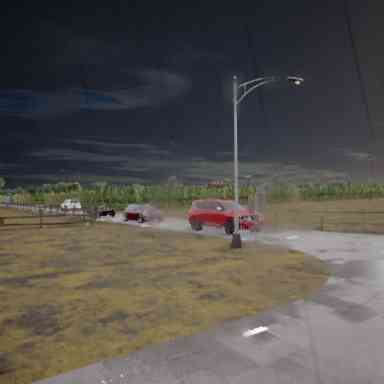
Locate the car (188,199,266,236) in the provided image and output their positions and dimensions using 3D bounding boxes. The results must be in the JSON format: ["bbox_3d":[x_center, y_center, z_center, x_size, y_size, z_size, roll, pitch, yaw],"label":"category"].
[{"bbox_3d":[1.981,1.474,20.702,2.150,2.045,5.566,0,-1,-36],"label":"car"}]

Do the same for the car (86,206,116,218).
[{"bbox_3d":[-10.390,2.260,37.905,1.895,1.301,4.718,0,-1,-36],"label":"car"}]

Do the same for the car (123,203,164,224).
[{"bbox_3d":[-4.326,1.808,29.471,2.097,1.767,4.553,0,-1,-36],"label":"car"}]

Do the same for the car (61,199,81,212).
[{"bbox_3d":[-21.101,2.314,57.811,2.150,2.045,5.566,0,-1,-36],"label":"car"}]
